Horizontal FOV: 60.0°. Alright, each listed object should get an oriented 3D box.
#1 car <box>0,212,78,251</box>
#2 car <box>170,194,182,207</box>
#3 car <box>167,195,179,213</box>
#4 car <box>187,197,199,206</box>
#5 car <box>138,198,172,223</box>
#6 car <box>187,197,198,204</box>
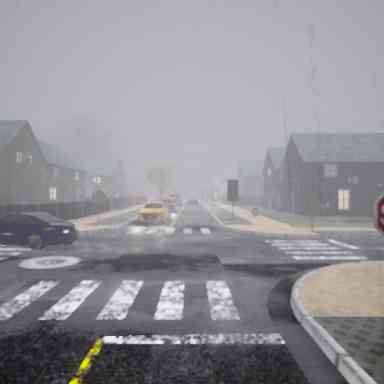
[{"bbox_3d":[-6.876,1.526,13.707,4.181,1.385,1.994,0,-1,18],"label":"car"},{"bbox_3d":[-2.741,1.258,53.386,2.150,2.045,5.566,0,0,0],"label":"car"},{"bbox_3d":[-2.793,1.471,37.528,1.882,1.535,5.008,0,0,0],"label":"car"},{"bbox_3d":[0.138,1.616,57.143,1.994,1.385,4.181,0,0,1],"label":"car"},{"bbox_3d":[-2.842,1.460,25.397,1.882,1.535,5.008,0,0,1],"label":"car"},{"bbox_3d":[0.096,1.646,67.122,2.033,1.411,5.357,0,0,0],"label":"car"}]
